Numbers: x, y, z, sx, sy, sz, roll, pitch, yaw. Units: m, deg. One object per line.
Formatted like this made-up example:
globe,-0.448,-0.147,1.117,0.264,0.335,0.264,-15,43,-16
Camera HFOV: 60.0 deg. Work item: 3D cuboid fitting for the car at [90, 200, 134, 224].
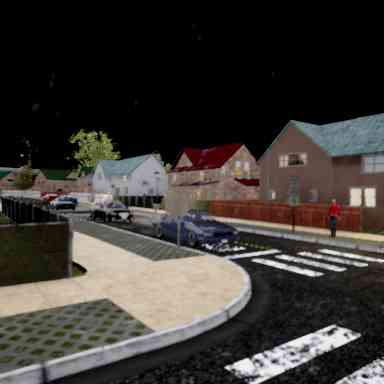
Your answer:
car,-5.798,1.375,23.825,2.128,1.511,4.902,1,0,-34

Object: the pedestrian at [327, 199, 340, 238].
pedestrian,6.710,1.221,15.825,0.375,1.860,0.375,1,-1,-34

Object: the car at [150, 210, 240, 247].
car,-0.123,1.533,15.376,2.033,1.411,5.357,1,0,-32

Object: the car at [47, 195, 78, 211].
car,-13.907,1.302,35.818,1.994,1.385,4.181,1,0,-34

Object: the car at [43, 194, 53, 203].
car,-23.098,1.029,54.598,1.882,1.535,5.008,1,0,-34
